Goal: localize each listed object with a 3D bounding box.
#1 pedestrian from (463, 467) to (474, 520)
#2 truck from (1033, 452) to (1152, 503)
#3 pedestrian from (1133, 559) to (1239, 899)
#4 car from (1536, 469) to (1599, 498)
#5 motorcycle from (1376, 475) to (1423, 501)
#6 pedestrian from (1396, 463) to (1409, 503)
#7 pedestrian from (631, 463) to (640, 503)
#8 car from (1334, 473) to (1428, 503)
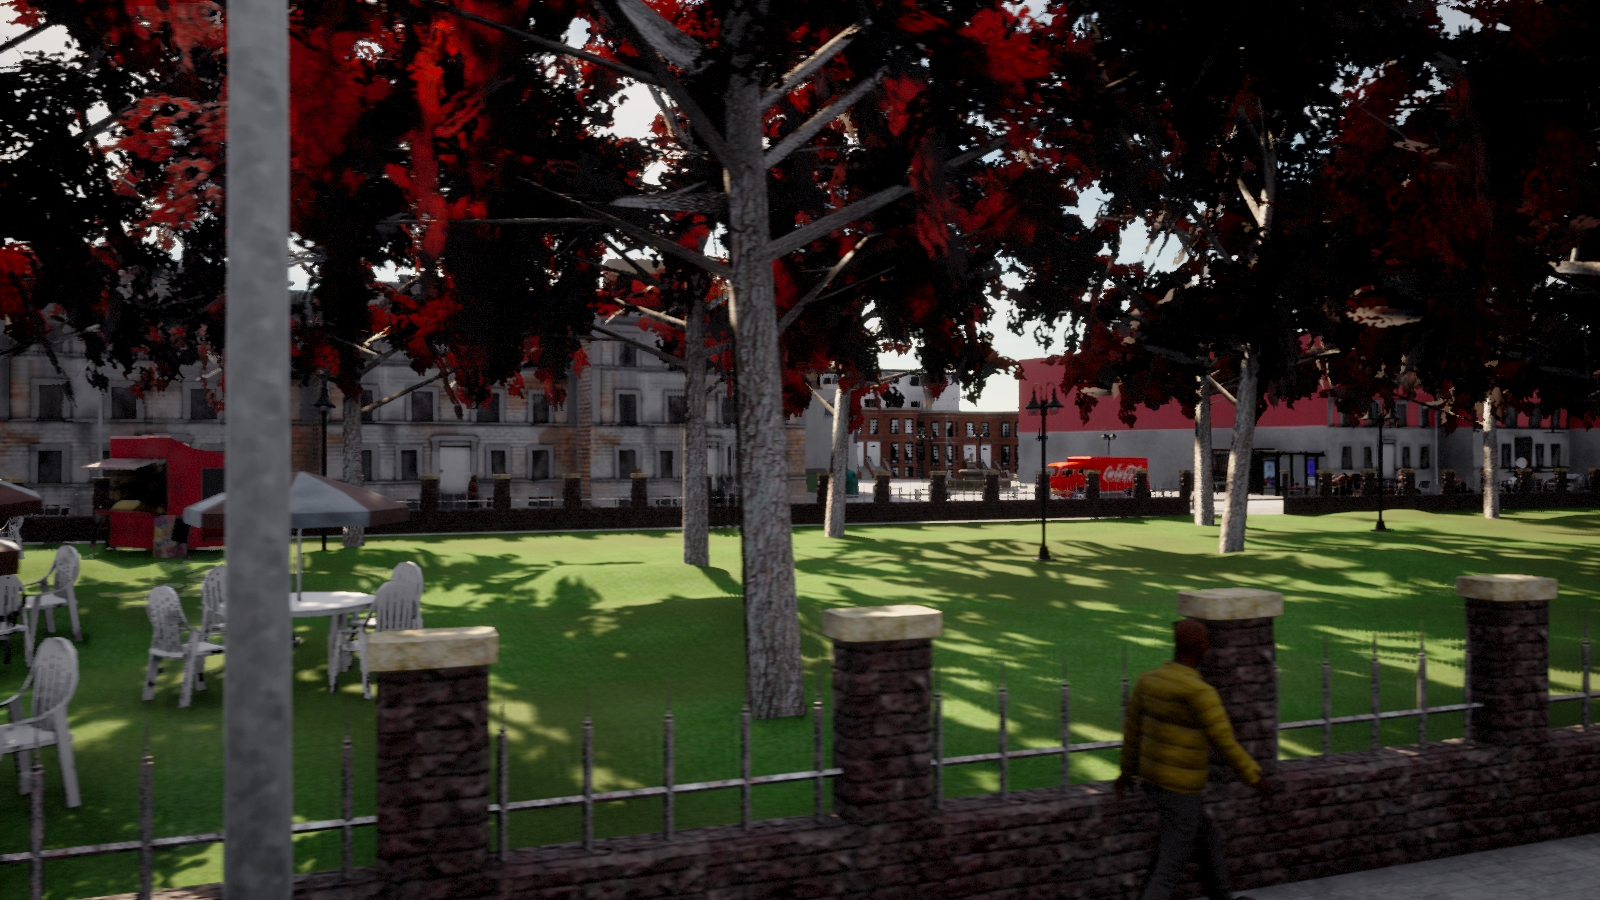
[{"bbox_3d":[-11.764,1.525,40.581,0.375,1.860,0.375,0,0,-16],"label":"pedestrian"},{"bbox_3d":[14.677,1.352,57.377,5.204,2.467,2.627,0,0,-20],"label":"truck"},{"bbox_3d":[2.026,1.525,6.017,0.375,1.860,0.375,0,0,-20],"label":"pedestrian"},{"bbox_3d":[43.836,1.836,63.723,4.902,1.511,2.128,0,0,-20],"label":"car"},{"bbox_3d":[30.968,1.957,59.063,2.356,1.277,0.764,0,0,-20],"label":"motorcycle"},{"bbox_3d":[27.871,1.531,52.820,0.375,1.860,0.375,0,0,-20],"label":"pedestrian"},{"bbox_3d":[-7.628,1.526,52.965,0.375,1.860,0.375,0,0,-20],"label":"pedestrian"},{"bbox_3d":[29.814,1.918,58.640,4.181,1.385,1.994,-1,0,-20],"label":"car"}]
